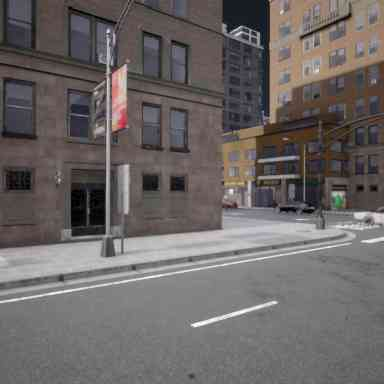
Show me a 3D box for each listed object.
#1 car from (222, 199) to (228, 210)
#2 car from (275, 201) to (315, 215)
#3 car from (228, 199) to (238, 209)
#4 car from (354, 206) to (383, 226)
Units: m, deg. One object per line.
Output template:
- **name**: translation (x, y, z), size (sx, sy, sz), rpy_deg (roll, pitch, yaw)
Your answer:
- **car**: translation (1.248, 1.535, 37.963), size (2.033, 1.411, 5.357), rpy_deg (0, 0, -35)
- **car**: translation (10.549, 1.577, 34.312), size (1.947, 1.339, 4.313), rpy_deg (0, 0, -35)
- **car**: translation (4.182, 1.591, 43.311), size (1.802, 1.307, 4.206), rpy_deg (0, 0, -35)
- **car**: translation (13.101, 1.595, 21.256), size (1.895, 1.301, 4.718), rpy_deg (0, 0, -36)
